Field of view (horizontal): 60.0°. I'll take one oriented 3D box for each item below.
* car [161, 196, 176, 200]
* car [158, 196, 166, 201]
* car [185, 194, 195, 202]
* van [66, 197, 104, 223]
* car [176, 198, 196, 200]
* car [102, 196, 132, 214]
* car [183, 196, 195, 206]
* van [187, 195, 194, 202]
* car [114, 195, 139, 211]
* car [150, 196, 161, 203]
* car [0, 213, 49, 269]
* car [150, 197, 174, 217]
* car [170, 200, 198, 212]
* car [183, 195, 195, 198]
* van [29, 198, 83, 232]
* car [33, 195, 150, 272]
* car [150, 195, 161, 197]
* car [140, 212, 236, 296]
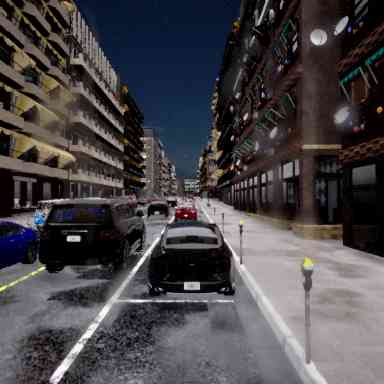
[{"bbox_3d":[-2.924,1.552,47.347,1.882,1.535,5.008,0,0,0],"label":"car"},{"bbox_3d":[-8.326,1.846,92.652,1.802,1.307,4.206,1,0,0],"label":"car"},{"bbox_3d":[-0.472,1.521,81.536,2.192,1.841,5.009,1,0,0],"label":"car"},{"bbox_3d":[-8.314,1.368,26.285,1.690,1.788,3.998,1,0,0],"label":"van"},{"bbox_3d":[-0.438,1.582,31.754,1.887,1.381,4.507,1,0,0],"label":"car"},{"bbox_3d":[-8.314,1.365,37.346,2.192,1.841,5.009,1,0,0],"label":"car"},{"bbox_3d":[-0.473,1.553,59.411,1.967,1.590,4.097,1,0,0],"label":"car"},{"bbox_3d":[-0.474,1.575,87.068,1.690,1.788,3.998,1,0,0],"label":"van"},{"bbox_3d":[-8.314,1.379,42.876,2.192,1.841,5.009,1,0,0],"label":"car"},{"bbox_3d":[-8.323,1.725,76.059,1.887,1.381,4.507,1,0,0],"label":"car"},{"bbox_3d":[-5.871,1.531,9.036,1.812,1.442,4.674,0,0,0],"label":"car"},{"bbox_3d":[-3.022,1.540,31.030,1.837,1.490,4.892,0,0,0],"label":"car"},{"bbox_3d":[-0.438,1.572,26.224,1.887,1.381,4.507,1,0,0],"label":"car"},{"bbox_3d":[-0.429,1.490,37.286,1.967,1.590,4.097,1,0,0],"label":"car"},{"bbox_3d":[-8.312,1.358,20.753,1.690,1.788,3.998,2,0,0],"label":"van"},{"bbox_3d":[-2.920,1.231,10.894,2.150,2.045,5.566,0,0,0],"label":"car"},{"bbox_3d":[-8.317,1.471,70.528,2.192,1.841,5.009,1,0,0],"label":"car"},{"bbox_3d":[0.000,1.509,8.653,1.837,1.490,4.892,0,0,0],"label":"car"}]
